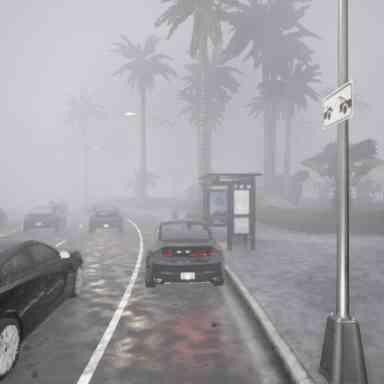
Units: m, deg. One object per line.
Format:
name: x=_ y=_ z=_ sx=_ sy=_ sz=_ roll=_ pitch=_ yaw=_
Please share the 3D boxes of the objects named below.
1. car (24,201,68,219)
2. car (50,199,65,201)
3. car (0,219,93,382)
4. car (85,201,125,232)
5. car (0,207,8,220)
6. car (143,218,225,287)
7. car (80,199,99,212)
car: x=-8.733 y=1.519 z=19.955 sx=1.812 sy=1.442 sz=4.674 roll=0 pitch=0 yaw=-14
car: x=-14.155 y=1.468 z=34.822 sx=1.882 sy=1.535 sz=5.008 roll=0 pitch=0 yaw=-26
car: x=-3.229 y=1.476 z=5.389 sx=1.882 sy=1.535 sz=5.008 roll=0 pitch=0 yaw=-3
car: x=-5.114 y=1.503 z=19.903 sx=1.837 sy=1.490 sz=4.892 roll=0 pitch=0 yaw=-14
car: x=-12.265 y=1.483 z=19.306 sx=2.128 sy=1.511 sz=4.902 roll=0 pitch=0 yaw=-13
car: x=-0.298 y=1.504 z=9.355 sx=1.837 sy=1.490 sz=4.892 roll=0 pitch=0 yaw=-5
car: x=-10.660 y=1.518 z=35.650 sx=1.812 sy=1.442 sz=4.674 roll=0 pitch=0 yaw=-26
